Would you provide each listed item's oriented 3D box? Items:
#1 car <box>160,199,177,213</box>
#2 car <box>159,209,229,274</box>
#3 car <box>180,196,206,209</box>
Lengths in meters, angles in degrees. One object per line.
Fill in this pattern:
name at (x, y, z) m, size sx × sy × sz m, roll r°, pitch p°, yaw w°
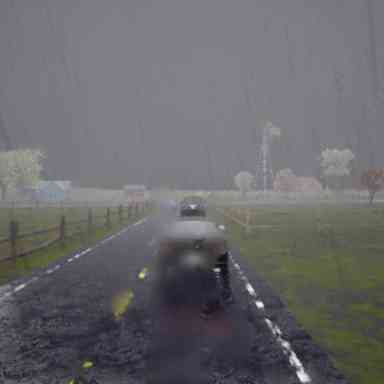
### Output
car at (-2.845, 1.694, 41.412) m, size 1.882 × 1.535 × 5.008 m, roll 0°, pitch 0°, yaw 0°
car at (0.066, 1.532, 10.753) m, size 1.882 × 1.535 × 5.008 m, roll 0°, pitch 0°, yaw 0°
car at (0.087, 1.372, 29.652) m, size 2.150 × 2.045 × 5.566 m, roll 0°, pitch 0°, yaw 0°
